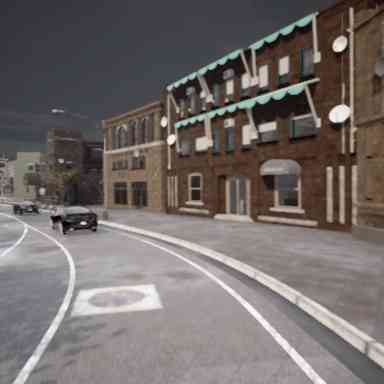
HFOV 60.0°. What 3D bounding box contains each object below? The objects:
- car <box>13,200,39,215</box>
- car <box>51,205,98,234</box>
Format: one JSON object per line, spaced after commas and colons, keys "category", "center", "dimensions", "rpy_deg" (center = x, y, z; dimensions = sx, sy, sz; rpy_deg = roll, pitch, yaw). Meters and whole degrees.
{"category": "car", "center": [-17.497, 1.615, 35.035], "dimensions": [1.812, 1.442, 4.674], "rpy_deg": [-2, 1, -37]}
{"category": "car", "center": [-7.073, 1.518, 19.715], "dimensions": [1.882, 1.535, 5.008], "rpy_deg": [-1, 1, -32]}
